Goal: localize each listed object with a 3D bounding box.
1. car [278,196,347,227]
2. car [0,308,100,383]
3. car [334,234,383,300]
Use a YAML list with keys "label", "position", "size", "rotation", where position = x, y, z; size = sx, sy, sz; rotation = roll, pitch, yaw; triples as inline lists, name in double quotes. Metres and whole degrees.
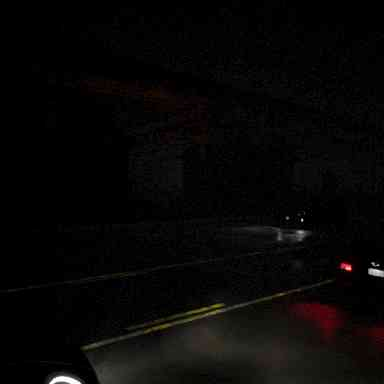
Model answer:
- label: "car"
  position: [8.306, 1.300, 22.705]
  size: [5.566, 2.045, 2.150]
  rotation: [0, 0, -36]
- label: "car"
  position: [-2.769, 1.352, 1.753]
  size: [4.553, 1.767, 2.097]
  rotation: [0, 0, -36]
- label: "car"
  position: [5.467, 1.547, 7.658]
  size: [5.357, 1.411, 2.033]
  rotation: [0, 0, -36]
